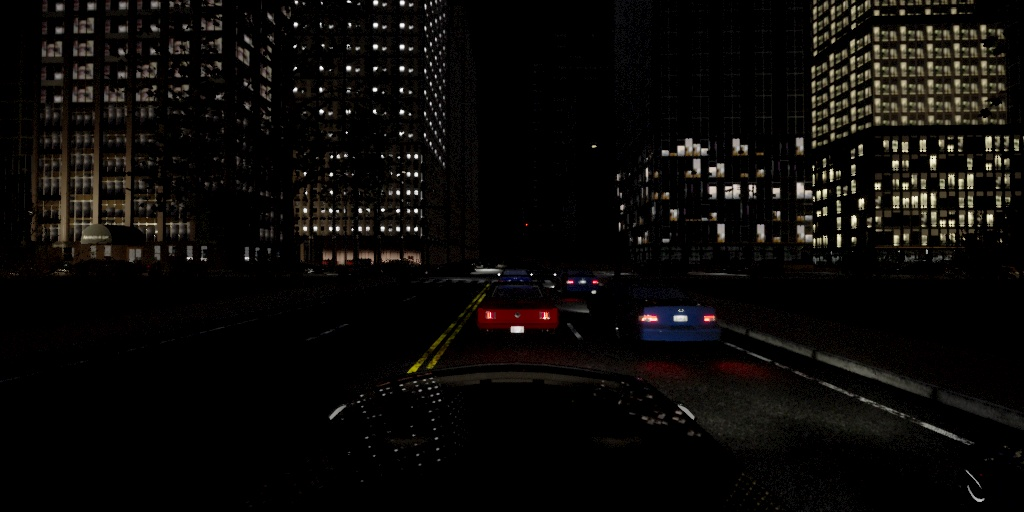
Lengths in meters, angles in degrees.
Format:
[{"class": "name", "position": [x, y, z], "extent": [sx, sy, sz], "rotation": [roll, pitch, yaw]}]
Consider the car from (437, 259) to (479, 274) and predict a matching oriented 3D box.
[{"class": "car", "position": [-6.280, 1.321, 39.973], "extent": [4.181, 1.385, 1.994], "rotation": [1, -1, -30]}]

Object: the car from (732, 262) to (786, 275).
[{"class": "car", "position": [27.182, 1.334, 39.086], "extent": [4.674, 1.442, 1.812], "rotation": [0, -1, 2]}]

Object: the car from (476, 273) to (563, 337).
[{"class": "car", "position": [0.136, 1.352, 10.227], "extent": [1.895, 1.301, 4.718], "rotation": [0, 0, 0]}]

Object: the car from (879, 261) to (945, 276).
[{"class": "car", "position": [43.254, 1.304, 38.557], "extent": [5.008, 1.535, 1.882], "rotation": [0, -1, 2]}]

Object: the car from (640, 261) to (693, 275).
[{"class": "car", "position": [17.212, 1.288, 39.412], "extent": [4.902, 1.511, 2.128], "rotation": [0, -1, 2]}]

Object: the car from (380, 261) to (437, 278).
[{"class": "car", "position": [-9.825, 1.185, 32.906], "extent": [4.902, 1.511, 2.128], "rotation": [1, 0, 24]}]

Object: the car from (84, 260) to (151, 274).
[{"class": "car", "position": [-42.192, 1.144, 38.527], "extent": [5.008, 1.535, 1.882], "rotation": [0, -1, 2]}]

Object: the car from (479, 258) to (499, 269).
[{"class": "car", "position": [-3.628, 1.220, 57.650], "extent": [2.128, 1.511, 4.902], "rotation": [0, 0, -1]}]

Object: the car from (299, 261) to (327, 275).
[{"class": "car", "position": [-21.893, 1.259, 37.806], "extent": [4.181, 1.385, 1.994], "rotation": [0, -1, 2]}]

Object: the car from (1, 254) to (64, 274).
[{"class": "car", "position": [-48.720, 0.834, 35.538], "extent": [5.566, 2.045, 2.150], "rotation": [0, -1, 2]}]

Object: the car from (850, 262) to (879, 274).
[{"class": "car", "position": [42.343, 1.398, 41.843], "extent": [4.674, 1.442, 1.812], "rotation": [0, -1, 2]}]

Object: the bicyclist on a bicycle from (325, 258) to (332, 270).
[{"class": "bicyclist on a bicycle", "position": [-24.937, 1.147, 48.779], "extent": [0.582, 1.620, 1.656], "rotation": [0, -1, 2]}]

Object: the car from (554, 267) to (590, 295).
[{"class": "car", "position": [3.433, 1.298, 19.764], "extent": [2.033, 1.411, 5.357], "rotation": [0, 0, 0]}]

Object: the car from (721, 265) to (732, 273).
[{"class": "car", "position": [27.114, 1.419, 42.350], "extent": [4.181, 1.385, 1.994], "rotation": [0, -1, 2]}]

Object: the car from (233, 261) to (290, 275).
[{"class": "car", "position": [-24.261, 1.171, 34.638], "extent": [4.674, 1.442, 1.812], "rotation": [0, -1, 2]}]

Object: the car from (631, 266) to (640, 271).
[{"class": "car", "position": [17.037, 1.390, 42.669], "extent": [5.357, 1.411, 2.033], "rotation": [0, -1, 2]}]

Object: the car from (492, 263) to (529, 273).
[{"class": "car", "position": [0.183, 1.298, 19.804], "extent": [2.033, 1.411, 5.357], "rotation": [0, 0, 0]}]

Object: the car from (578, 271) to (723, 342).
[{"class": "car", "position": [3.383, 1.299, 9.694], "extent": [2.033, 1.411, 5.357], "rotation": [0, 0, 0]}]

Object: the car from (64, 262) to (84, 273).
[{"class": "car", "position": [-49.017, 1.209, 42.141], "extent": [4.892, 1.490, 1.837], "rotation": [0, -1, 3]}]
